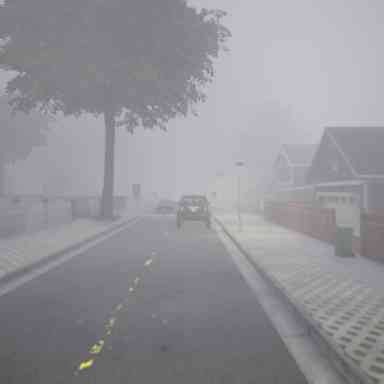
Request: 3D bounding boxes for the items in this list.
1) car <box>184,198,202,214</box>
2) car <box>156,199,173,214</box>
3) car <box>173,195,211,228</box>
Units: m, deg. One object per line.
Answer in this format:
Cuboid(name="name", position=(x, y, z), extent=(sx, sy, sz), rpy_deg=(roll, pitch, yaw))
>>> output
Cuboid(name="car", position=(0.100, 1.476, 36.848), extent=(1.882, 1.535, 5.008), rpy_deg=(0, 0, 0))
Cuboid(name="car", position=(-2.816, 1.475, 36.146), extent=(1.882, 1.535, 5.008), rpy_deg=(0, 0, 0))
Cuboid(name="car", position=(0.095, 1.204, 22.370), extent=(2.150, 2.045, 5.566), rpy_deg=(0, -1, 0))
